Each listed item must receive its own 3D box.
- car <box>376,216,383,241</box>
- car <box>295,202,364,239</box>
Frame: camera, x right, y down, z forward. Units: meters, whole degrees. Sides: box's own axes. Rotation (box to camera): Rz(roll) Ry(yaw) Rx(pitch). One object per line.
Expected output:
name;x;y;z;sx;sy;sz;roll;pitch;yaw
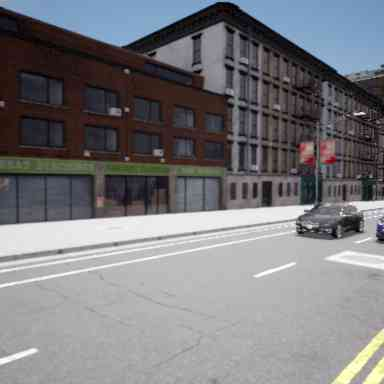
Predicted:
car;9.635;1.204;14.324;2.097;1.767;4.553;2;2;44
car;6.729;1.258;15.994;1.837;1.490;4.892;2;2;44
